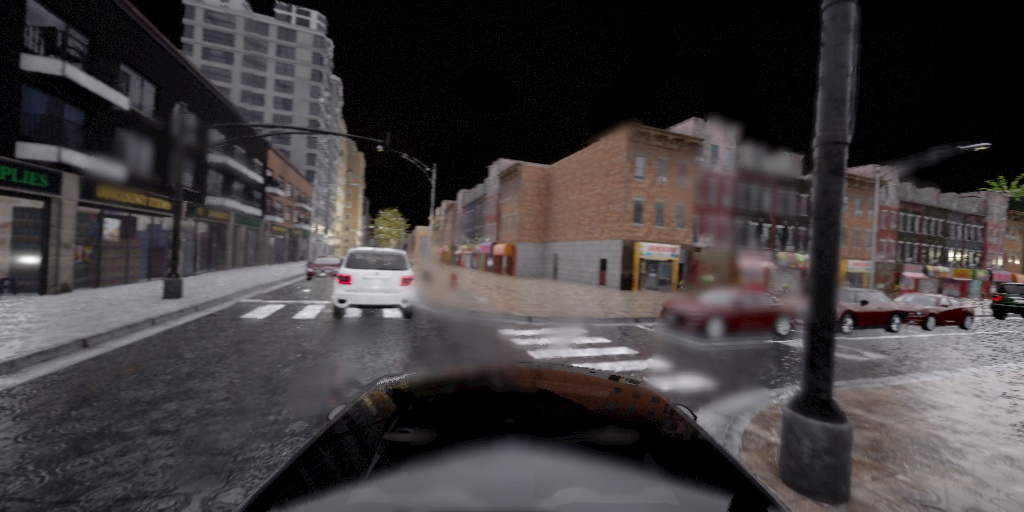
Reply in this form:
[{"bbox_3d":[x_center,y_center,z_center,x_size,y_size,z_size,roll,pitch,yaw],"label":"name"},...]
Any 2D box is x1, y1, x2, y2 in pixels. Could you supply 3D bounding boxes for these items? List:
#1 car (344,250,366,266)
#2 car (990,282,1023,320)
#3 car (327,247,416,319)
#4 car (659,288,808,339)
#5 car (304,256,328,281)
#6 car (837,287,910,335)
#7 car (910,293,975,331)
[{"bbox_3d":[-19.280,0.206,44.308,2.097,1.767,4.553,3,0,-19],"label":"car"},{"bbox_3d":[28.080,2.509,18.974,5.566,2.045,2.150,3,0,-20],"label":"car"},{"bbox_3d":[-4.424,0.754,11.814,2.150,2.045,5.566,3,0,-20],"label":"car"},{"bbox_3d":[6.676,1.664,11.135,4.507,1.381,1.888,0,0,-20],"label":"car"},{"bbox_3d":[-11.218,0.714,21.949,1.812,1.442,4.674,3,0,-20],"label":"car"},{"bbox_3d":[11.806,1.838,12.993,4.097,1.591,1.967,0,0,-20],"label":"car"},{"bbox_3d":[16.939,2.223,14.848,4.507,1.381,1.888,0,0,-20],"label":"car"}]
